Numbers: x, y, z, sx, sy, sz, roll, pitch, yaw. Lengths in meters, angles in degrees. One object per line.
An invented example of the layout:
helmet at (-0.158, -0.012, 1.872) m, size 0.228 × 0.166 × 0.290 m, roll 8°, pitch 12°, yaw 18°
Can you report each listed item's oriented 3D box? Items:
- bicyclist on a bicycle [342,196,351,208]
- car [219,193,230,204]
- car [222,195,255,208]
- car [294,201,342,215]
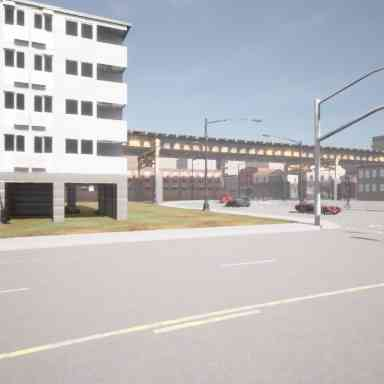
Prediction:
bicyclist on a bicycle at (20.163, 1.303, 43.359) m, size 1.656 × 1.620 × 0.582 m, roll 0°, pitch 0°, yaw -25°
car at (6.648, 1.221, 65.723) m, size 2.150 × 2.045 × 5.566 m, roll 0°, pitch 0°, yaw 11°
car at (6.432, 1.564, 46.912) m, size 1.994 × 1.385 × 4.181 m, roll 0°, pitch 0°, yaw -24°
car at (12.659, 1.601, 33.562) m, size 1.895 × 1.301 × 4.718 m, roll 0°, pitch 0°, yaw -25°
